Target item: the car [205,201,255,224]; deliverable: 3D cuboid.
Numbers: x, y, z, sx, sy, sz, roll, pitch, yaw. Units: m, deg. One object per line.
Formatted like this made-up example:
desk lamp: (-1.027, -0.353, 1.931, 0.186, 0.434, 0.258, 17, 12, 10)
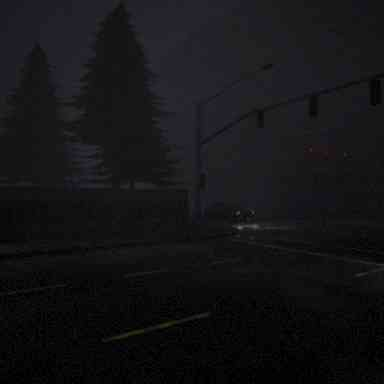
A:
car: (3.079, 1.568, 27.585, 2.097, 1.767, 4.553, 1, -1, -35)
